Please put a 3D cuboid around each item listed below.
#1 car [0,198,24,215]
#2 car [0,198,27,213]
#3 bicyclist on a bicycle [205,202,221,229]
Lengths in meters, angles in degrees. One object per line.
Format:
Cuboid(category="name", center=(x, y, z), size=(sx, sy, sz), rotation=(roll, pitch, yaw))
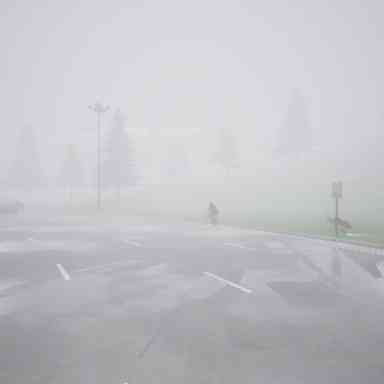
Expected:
Cuboid(category="car", center=(-18.908, 1.526, 32.566), size=(4.674, 1.442, 1.812), rotation=(0, 0, 30))
Cuboid(category="car", center=(-21.166, 1.505, 37.638), size=(4.892, 1.490, 1.837), rotation=(0, 0, 27))
Cuboid(category="bicyclist on a bicycle", center=(1.268, 1.455, 20.492), size=(0.582, 1.620, 1.656), rotation=(0, -2, -31))
